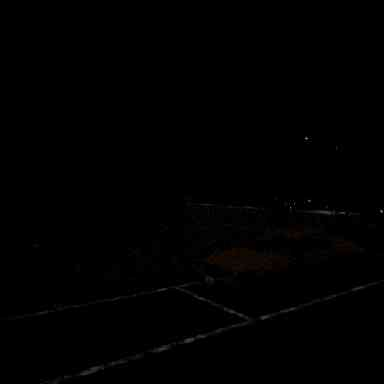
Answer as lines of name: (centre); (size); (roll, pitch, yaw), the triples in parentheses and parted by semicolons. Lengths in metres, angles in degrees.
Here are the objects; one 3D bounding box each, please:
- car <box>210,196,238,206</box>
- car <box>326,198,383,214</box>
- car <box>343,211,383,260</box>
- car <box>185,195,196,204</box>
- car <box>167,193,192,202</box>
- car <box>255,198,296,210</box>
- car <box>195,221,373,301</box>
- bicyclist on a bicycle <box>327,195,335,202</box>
car: (4.313, 1.247, 45.347); (1.994, 1.385, 4.181); (1, 0, -34)
car: (14.675, 1.341, 30.209); (2.128, 1.511, 4.902); (1, 0, -34)
car: (7.105, 1.547, 11.641); (4.507, 1.381, 1.887); (0, 1, -35)
car: (-1.283, 1.193, 53.556); (1.895, 1.301, 4.718); (1, 0, -34)
car: (-2.352, 1.056, 60.704); (2.128, 1.511, 4.902); (1, 0, -34)
car: (9.437, 1.367, 37.854); (1.895, 1.301, 4.718); (1, 0, -34)
car: (2.345, 1.526, 8.337); (4.829, 1.417, 1.752); (0, 1, -35)
bicyclist on a bicycle: (16.282, 1.158, 38.904); (1.656, 1.620, 0.582); (0, 0, -34)
